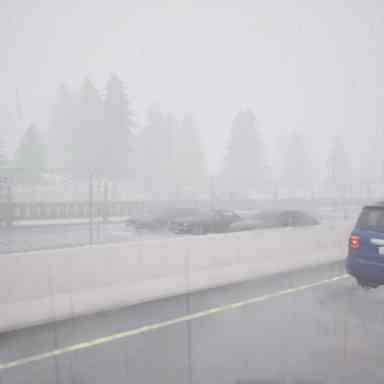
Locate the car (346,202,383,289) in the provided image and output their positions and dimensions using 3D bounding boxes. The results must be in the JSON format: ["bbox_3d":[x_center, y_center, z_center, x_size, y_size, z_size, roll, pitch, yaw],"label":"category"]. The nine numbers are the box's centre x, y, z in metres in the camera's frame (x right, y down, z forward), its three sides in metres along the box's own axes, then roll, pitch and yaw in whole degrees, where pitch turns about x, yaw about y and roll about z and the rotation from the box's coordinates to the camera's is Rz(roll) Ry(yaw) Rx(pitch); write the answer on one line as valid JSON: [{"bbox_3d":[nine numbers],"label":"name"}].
[{"bbox_3d":[5.956,1.234,7.966,5.566,2.045,2.150,0,0,-35],"label":"car"}]

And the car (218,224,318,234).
[{"bbox_3d":[3.783,1.521,15.252,4.892,1.490,1.837,0,0,-35],"label":"car"}]
